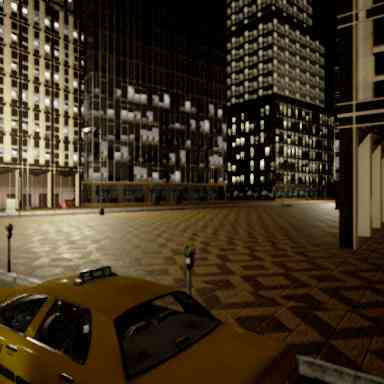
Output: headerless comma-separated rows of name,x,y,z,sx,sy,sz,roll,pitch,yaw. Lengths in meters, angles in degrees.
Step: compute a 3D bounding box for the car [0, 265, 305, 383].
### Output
car,-1.269,1.517,3.782,4.829,1.417,1.752,0,0,35
